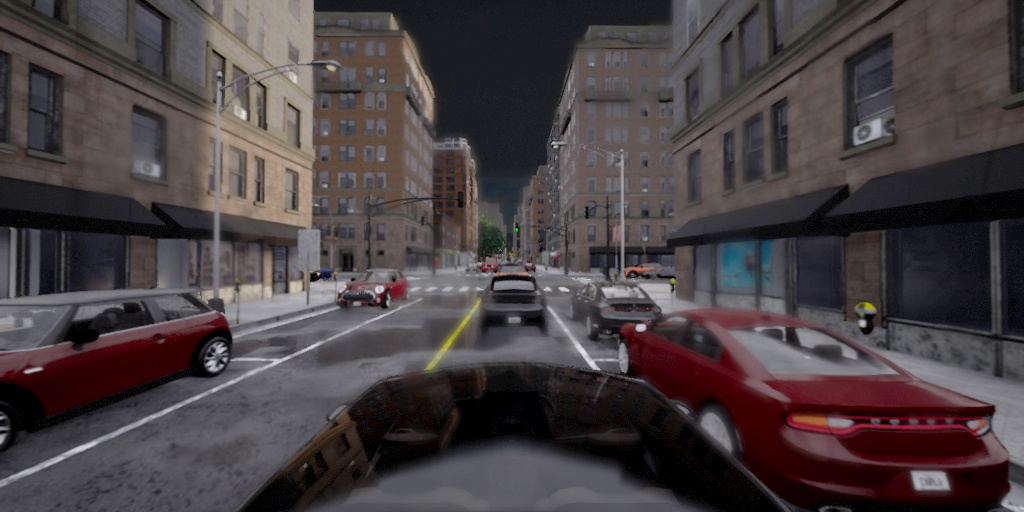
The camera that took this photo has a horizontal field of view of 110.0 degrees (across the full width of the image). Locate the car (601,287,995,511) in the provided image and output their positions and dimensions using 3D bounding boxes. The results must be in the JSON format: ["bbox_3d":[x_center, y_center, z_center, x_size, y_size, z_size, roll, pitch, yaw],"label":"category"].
[{"bbox_3d":[2.673,1.317,4.514,1.888,1.381,4.507,0,0,0],"label":"car"}]

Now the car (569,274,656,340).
[{"bbox_3d":[2.682,1.366,10.005,2.007,1.370,4.403,0,0,0],"label":"car"}]

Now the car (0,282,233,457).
[{"bbox_3d":[-5.853,1.212,4.520,1.967,1.591,4.097,0,0,0],"label":"car"}]

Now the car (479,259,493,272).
[{"bbox_3d":[-3.133,1.396,51.773,2.150,2.045,5.566,0,-1,0],"label":"car"}]

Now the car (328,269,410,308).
[{"bbox_3d":[-5.836,1.300,15.506,1.967,1.591,4.097,0,0,0],"label":"car"}]

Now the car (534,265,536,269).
[{"bbox_3d":[2.617,1.740,53.929,1.888,1.381,4.507,0,0,0],"label":"car"}]

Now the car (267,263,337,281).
[{"bbox_3d":[-18.410,1.378,31.536,5.008,1.535,1.882,0,-1,0],"label":"car"}]

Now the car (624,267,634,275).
[{"bbox_3d":[14.024,1.502,38.387,4.553,1.767,2.097,0,-1,0],"label":"car"}]

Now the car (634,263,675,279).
[{"bbox_3d":[15.189,1.651,35.124,5.357,1.411,2.033,0,-1,0],"label":"car"}]

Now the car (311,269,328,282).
[{"bbox_3d":[-18.021,1.072,28.284,5.566,2.045,2.150,0,-1,0],"label":"car"}]

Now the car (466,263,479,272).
[{"bbox_3d":[-5.908,1.744,53.866,2.007,1.370,4.403,0,0,0],"label":"car"}]

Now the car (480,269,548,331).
[{"bbox_3d":[0.045,1.332,11.243,1.837,1.490,4.892,0,0,0],"label":"car"}]

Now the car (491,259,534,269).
[{"bbox_3d":[-0.082,1.254,21.916,2.097,1.767,4.553,0,0,-3],"label":"car"}]
